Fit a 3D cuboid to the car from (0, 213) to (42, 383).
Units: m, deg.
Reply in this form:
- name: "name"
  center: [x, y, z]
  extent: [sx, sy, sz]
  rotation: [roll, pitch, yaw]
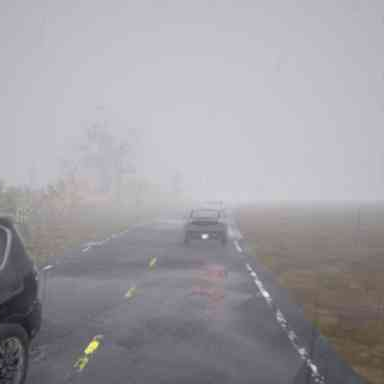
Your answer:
- name: "car"
  center: [-2.916, 1.218, 1.807]
  extent: [2.150, 2.045, 5.566]
  rotation: [0, 0, 1]

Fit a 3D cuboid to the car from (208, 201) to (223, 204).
- name: "car"
  center: [2.568, 1.611, 35.922]
  extent: [1.895, 1.301, 4.718]
  rotation: [0, 0, 7]

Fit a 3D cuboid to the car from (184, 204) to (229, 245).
- name: "car"
  center: [0.651, 1.513, 15.641]
  extent: [1.837, 1.490, 4.892]
  rotation: [0, 0, 3]
